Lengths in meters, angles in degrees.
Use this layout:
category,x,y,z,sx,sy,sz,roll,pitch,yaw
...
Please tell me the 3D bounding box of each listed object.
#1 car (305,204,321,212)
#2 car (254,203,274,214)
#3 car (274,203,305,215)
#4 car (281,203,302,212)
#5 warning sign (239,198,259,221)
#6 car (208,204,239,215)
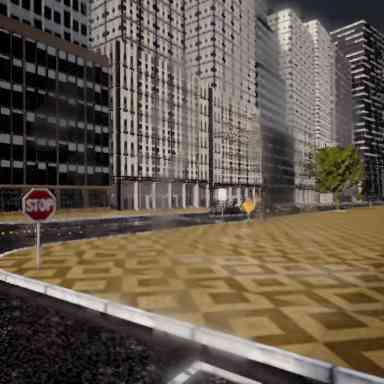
category,x,y,z,sx,sy,sz,roll,pitch,yaw
car,18.990,2.474,52.765,1.895,1.301,4.718,-1,-1,36
car,10.314,2.246,46.358,1.837,1.490,4.892,-1,-1,37
car,13.178,2.276,44.754,1.994,1.385,4.181,-1,-1,36
car,16.368,2.510,54.687,1.895,1.301,4.718,-1,-1,36
warning sign,4.919,1.507,28.743,1.300,1.860,1.060,0,0,36
car,4.330,2.237,43.908,2.033,1.411,5.357,-1,-1,36
